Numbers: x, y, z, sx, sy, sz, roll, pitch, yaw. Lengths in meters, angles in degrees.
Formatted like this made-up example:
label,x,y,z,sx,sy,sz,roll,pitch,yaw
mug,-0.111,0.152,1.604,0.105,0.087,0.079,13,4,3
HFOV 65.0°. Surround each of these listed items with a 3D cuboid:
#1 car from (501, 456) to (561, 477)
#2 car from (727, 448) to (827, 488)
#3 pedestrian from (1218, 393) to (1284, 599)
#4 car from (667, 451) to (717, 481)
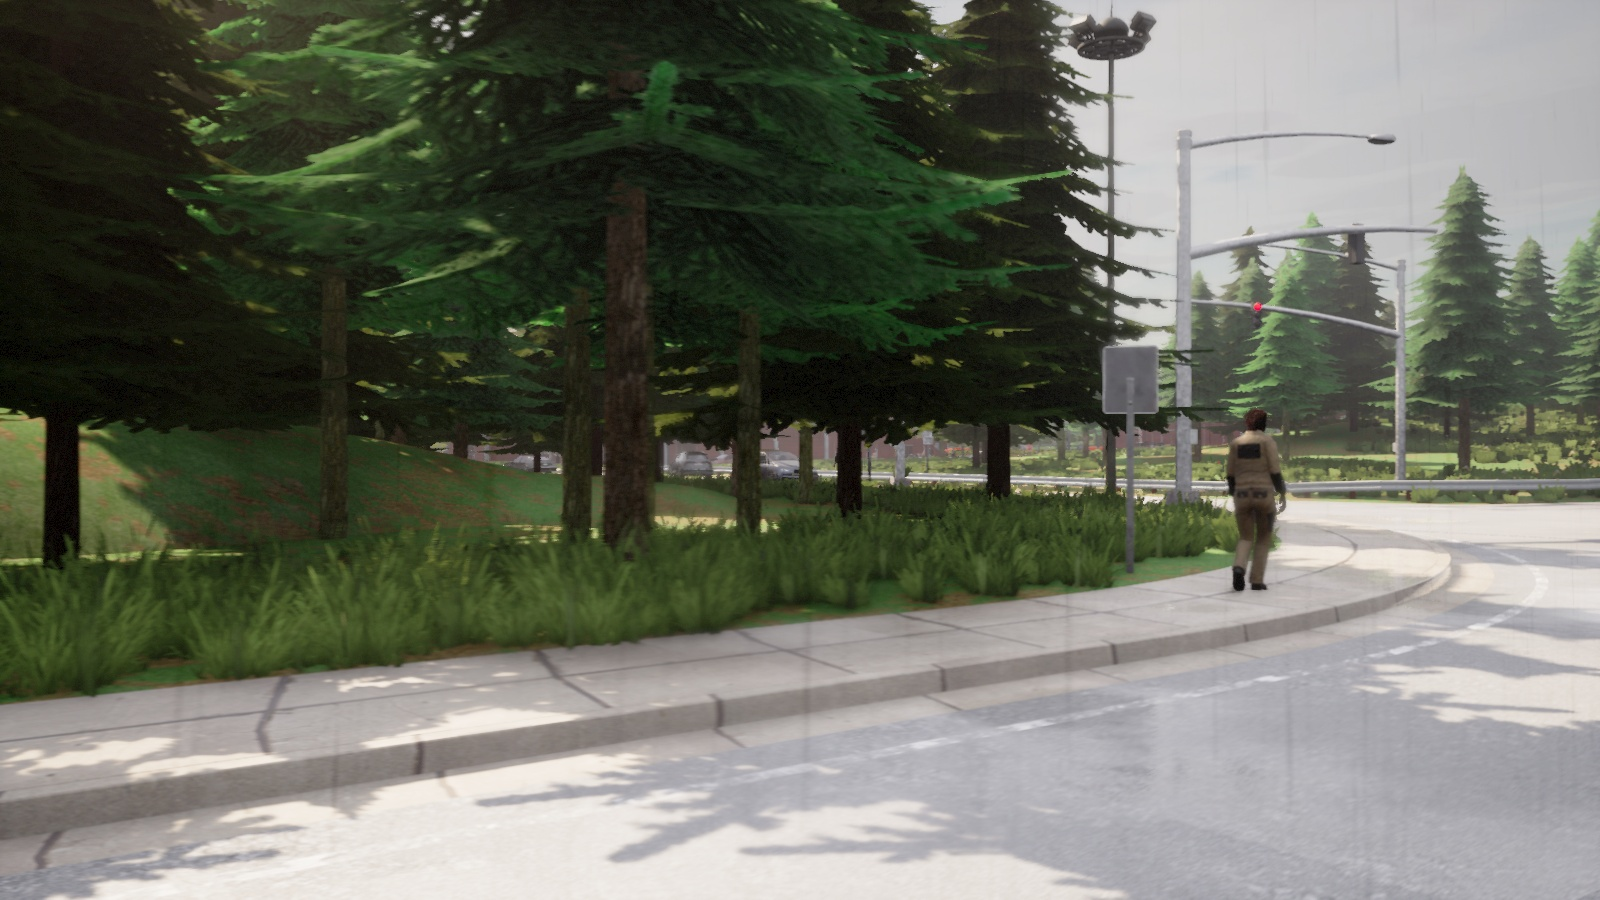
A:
label,x,y,z,sx,sy,sz,roll,pitch,yaw
car,-18.451,1.093,85.938,2.033,1.411,5.357,0,0,-36
car,-1.059,0.754,55.236,2.242,1.667,4.611,0,0,-34
pedestrian,4.382,0.432,12.185,0.396,1.930,0.692,0,0,38
car,-6.255,0.903,72.329,2.033,1.649,4.856,0,0,-16
